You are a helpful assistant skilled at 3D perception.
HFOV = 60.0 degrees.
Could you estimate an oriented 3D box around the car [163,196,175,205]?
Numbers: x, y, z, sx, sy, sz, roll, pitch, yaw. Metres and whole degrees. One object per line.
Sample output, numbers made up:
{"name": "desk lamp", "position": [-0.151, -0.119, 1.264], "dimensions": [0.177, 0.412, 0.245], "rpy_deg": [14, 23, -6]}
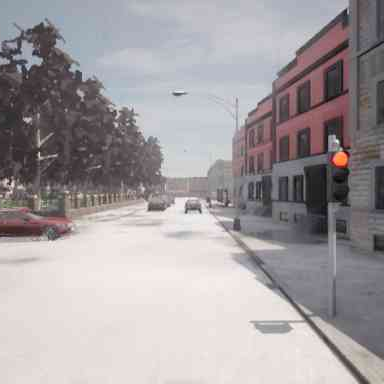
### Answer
{"name": "car", "position": [-4.039, 1.481, 59.622], "dimensions": [1.837, 1.490, 4.892], "rpy_deg": [0, 0, 0]}

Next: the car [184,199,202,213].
{"name": "car", "position": [0.142, 1.533, 37.234], "dimensions": [2.033, 1.411, 5.357], "rpy_deg": [0, 0, 0]}

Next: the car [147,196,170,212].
{"name": "car", "position": [-4.080, 1.462, 39.323], "dimensions": [1.882, 1.535, 5.008], "rpy_deg": [0, 0, 0]}

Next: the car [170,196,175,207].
{"name": "car", "position": [-4.074, 1.528, 49.223], "dimensions": [2.033, 1.411, 5.357], "rpy_deg": [0, 0, 0]}

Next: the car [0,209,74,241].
{"name": "car", "position": [-8.068, 1.519, 15.731], "dimensions": [4.674, 1.442, 1.812], "rpy_deg": [0, 0, -7]}
